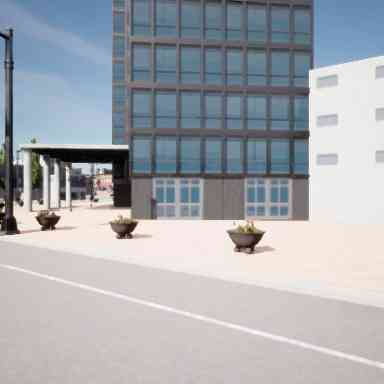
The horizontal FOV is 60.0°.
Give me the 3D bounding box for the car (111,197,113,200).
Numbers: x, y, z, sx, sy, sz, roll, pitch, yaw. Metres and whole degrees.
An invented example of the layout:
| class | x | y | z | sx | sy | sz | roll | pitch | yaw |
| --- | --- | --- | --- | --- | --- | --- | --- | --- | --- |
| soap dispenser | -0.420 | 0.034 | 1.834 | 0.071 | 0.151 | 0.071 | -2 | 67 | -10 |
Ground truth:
| class | x | y | z | sx | sy | sz | roll | pitch | yaw |
| --- | --- | --- | --- | --- | --- | --- | --- | --- | --- |
| car | -17.356 | 1.447 | 80.869 | 1.895 | 1.301 | 4.718 | 0 | 0 | 34 |
